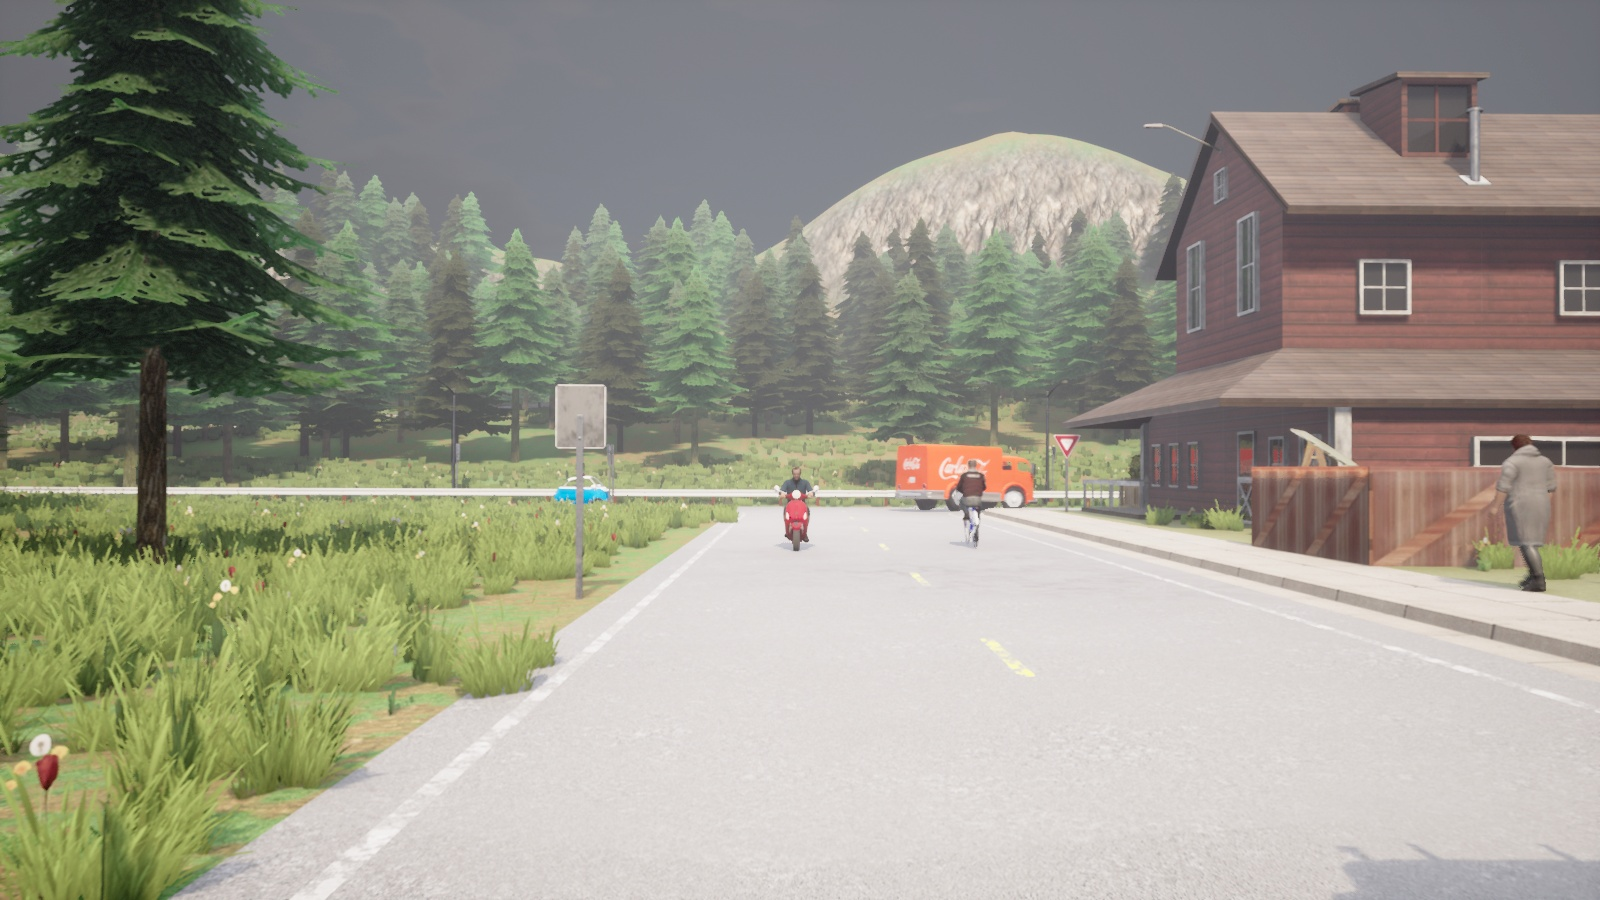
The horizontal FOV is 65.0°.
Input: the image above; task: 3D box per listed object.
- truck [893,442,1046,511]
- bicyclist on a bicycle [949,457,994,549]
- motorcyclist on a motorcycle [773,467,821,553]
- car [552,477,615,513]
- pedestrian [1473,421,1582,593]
[{"bbox_3d":[6.486,1.063,48.046,5.204,2.467,2.627,2,-3,-26],"label":"truck"},{"bbox_3d":[3.437,1.040,25.286,0.659,1.776,1.843,0,-1,0],"label":"bicyclist on a bicycle"},{"bbox_3d":[-0.059,1.118,24.014,0.866,1.590,1.817,0,-1,0],"label":"motorcyclist on a motorcycle"},{"bbox_3d":[-8.567,1.772,49.764,2.207,1.376,1.481,-1,-1,0],"label":"car"},{"bbox_3d":[8.535,0.649,14.760,0.659,1.952,0.873,0,-1,-14],"label":"pedestrian"}]
